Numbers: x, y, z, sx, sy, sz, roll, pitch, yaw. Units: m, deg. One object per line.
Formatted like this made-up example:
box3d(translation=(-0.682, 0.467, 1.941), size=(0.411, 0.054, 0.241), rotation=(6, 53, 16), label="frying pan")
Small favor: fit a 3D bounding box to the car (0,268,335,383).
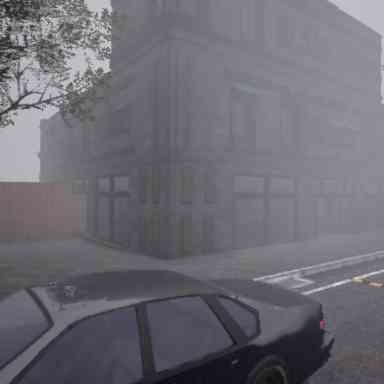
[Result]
box3d(translation=(-0.880, 1.546, 3.060), size=(5.357, 1.411, 2.033), rotation=(0, 0, -36), label="car")
